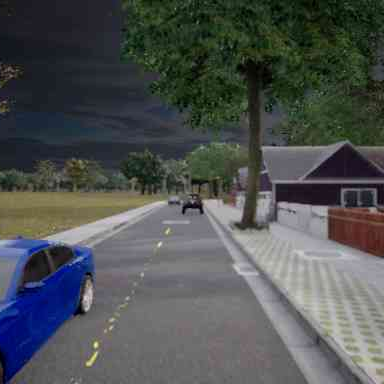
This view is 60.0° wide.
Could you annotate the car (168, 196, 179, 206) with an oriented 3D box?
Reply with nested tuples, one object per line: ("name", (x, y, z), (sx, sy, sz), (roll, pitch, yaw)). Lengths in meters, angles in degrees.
("car", (-2.772, 1.369, 52.513), (1.882, 1.535, 5.008), (0, 0, 0))

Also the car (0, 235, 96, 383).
("car", (-2.850, 1.478, 4.693), (1.882, 1.535, 5.008), (0, 0, 0))

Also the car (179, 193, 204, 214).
("car", (0.074, 1.166, 35.308), (2.150, 2.045, 5.566), (0, -1, 0))

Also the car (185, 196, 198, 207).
("car", (-0.007, 1.376, 50.480), (1.882, 1.535, 5.008), (0, 0, 0))
